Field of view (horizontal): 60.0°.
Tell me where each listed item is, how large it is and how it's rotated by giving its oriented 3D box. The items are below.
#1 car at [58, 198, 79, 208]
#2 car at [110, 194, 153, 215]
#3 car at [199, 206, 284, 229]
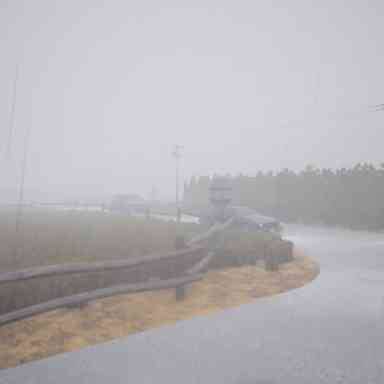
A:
[{"bbox_3d":[-17.427,1.561,46.901,1.895,1.301,4.718,0,0,-35],"label":"car"},{"bbox_3d":[-5.604,1.183,30.088,2.150,2.045,5.566,0,0,-35],"label":"car"},{"bbox_3d":[2.526,1.509,18.537,2.033,1.411,5.357,0,0,-33],"label":"car"}]
